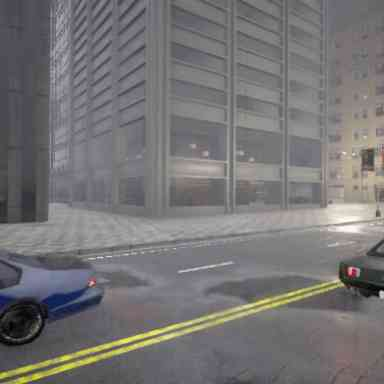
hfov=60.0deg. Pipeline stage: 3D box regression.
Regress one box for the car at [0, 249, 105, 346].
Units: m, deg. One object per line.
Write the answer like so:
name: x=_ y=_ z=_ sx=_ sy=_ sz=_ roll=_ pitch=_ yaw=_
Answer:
car: x=-4.068 y=1.550 z=4.777 sx=5.357 sy=1.411 sz=2.033 roll=0 pitch=0 yaw=-35

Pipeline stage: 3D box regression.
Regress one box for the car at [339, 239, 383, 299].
car: x=5.321 y=1.571 z=7.234 sx=4.718 sy=1.301 sz=1.895 roll=0 pitch=0 yaw=-35
